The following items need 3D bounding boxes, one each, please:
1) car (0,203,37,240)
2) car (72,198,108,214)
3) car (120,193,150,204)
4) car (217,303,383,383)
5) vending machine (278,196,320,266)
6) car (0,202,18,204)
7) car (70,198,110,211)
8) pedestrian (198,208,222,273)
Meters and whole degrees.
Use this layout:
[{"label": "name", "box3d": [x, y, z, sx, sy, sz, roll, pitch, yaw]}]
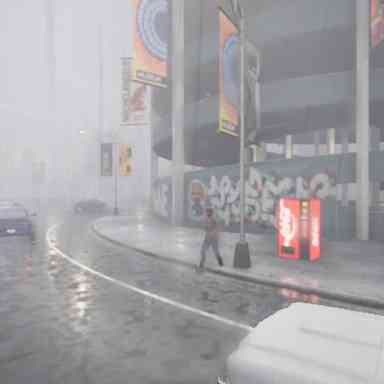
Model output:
[{"label": "car", "box3d": [-8.740, 1.513, 16.424, 1.812, 1.442, 4.674, 0, 0, -24]}, {"label": "car", "box3d": [-10.891, 1.482, 35.808, 1.837, 1.490, 4.892, 0, 0, 9]}, {"label": "car", "box3d": [-10.791, 1.190, 61.388, 2.150, 2.045, 5.566, 0, 0, 31]}, {"label": "car", "box3d": [2.558, 1.601, 2.311, 4.718, 1.301, 1.895, 0, 0, 35]}, {"label": "vending machine", "box3d": [3.482, 1.193, 10.820, 0.880, 2.100, 1.100, 0, 0, 45]}, {"label": "car", "box3d": [-14.846, 1.504, 27.020, 1.812, 1.442, 4.674, 0, 0, -6]}, {"label": "car", "box3d": [-12.883, 1.520, 42.349, 2.033, 1.411, 5.357, 0, 0, 20]}, {"label": "pedestrian", "box3d": [0.489, 1.286, 9.062, 0.375, 1.860, 0.375, 0, 0, -43]}]
